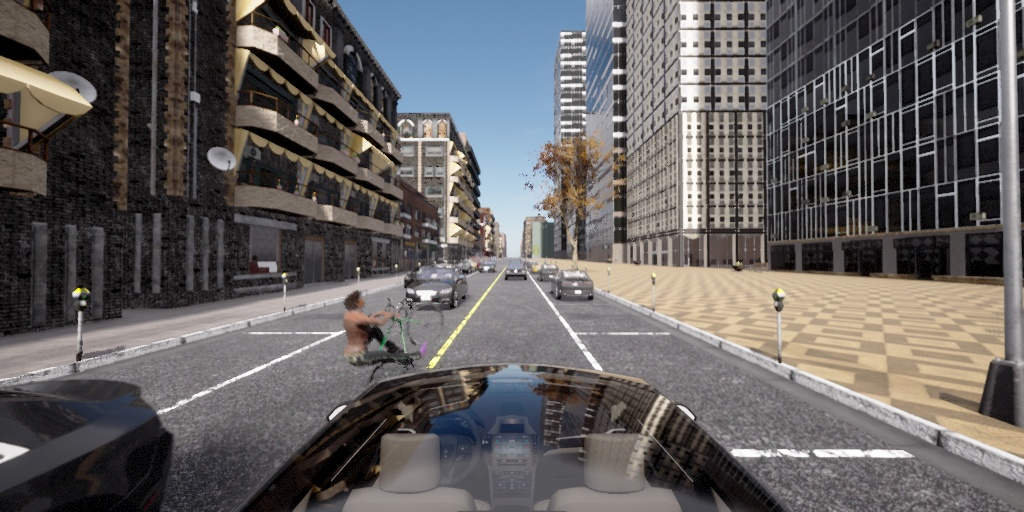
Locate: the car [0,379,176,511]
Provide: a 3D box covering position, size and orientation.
[{"bbox_3d":[-3.100,1.263,0.260,1.837,1.490,4.892,0,0,0],"label":"car"}]

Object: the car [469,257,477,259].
[{"bbox_3d":[-5.346,1.235,45.074,1.751,1.417,4.829,0,0,0],"label":"car"}]

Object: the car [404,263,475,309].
[{"bbox_3d":[-2.999,1.228,15.028,2.128,1.511,4.902,0,0,0],"label":"car"}]

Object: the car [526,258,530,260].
[{"bbox_3d":[3.127,1.253,56.314,2.007,1.370,4.403,0,0,0],"label":"car"}]

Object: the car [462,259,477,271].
[{"bbox_3d":[-5.390,1.280,39.675,1.948,1.339,4.313,0,0,0],"label":"car"}]

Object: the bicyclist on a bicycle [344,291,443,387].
[{"bbox_3d":[-1.774,1.149,5.062,0.582,1.656,1.620,4,-35,41],"label":"bicyclist on a bicycle"}]

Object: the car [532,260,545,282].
[{"bbox_3d":[2.899,1.274,28.466,2.007,1.370,4.403,0,0,0],"label":"car"}]

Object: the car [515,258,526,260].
[{"bbox_3d":[0.449,1.188,45.664,1.882,1.535,5.008,0,0,0],"label":"car"}]

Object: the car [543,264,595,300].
[{"bbox_3d":[2.808,1.284,17.327,2.007,1.370,4.403,0,0,0],"label":"car"}]

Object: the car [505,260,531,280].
[{"bbox_3d":[0.329,1.269,30.791,2.033,1.411,5.357,0,0,1],"label":"car"}]

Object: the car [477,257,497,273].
[{"bbox_3d":[-2.784,1.204,41.675,2.128,1.511,4.902,0,0,1],"label":"car"}]

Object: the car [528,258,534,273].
[{"bbox_3d":[2.992,1.240,39.776,1.751,1.417,4.829,0,0,0],"label":"car"}]
